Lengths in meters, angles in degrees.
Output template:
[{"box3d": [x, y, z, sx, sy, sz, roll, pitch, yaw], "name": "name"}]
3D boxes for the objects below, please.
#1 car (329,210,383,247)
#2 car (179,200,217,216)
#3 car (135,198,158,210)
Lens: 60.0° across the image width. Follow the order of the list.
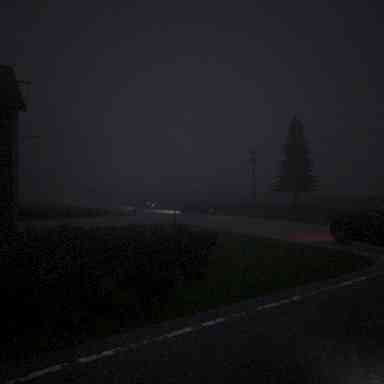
[{"box3d": [7.517, 1.487, 12.808, 2.128, 1.511, 4.902, 0, 0, -18], "name": "car"}, {"box3d": [0.505, 1.485, 32.618, 2.128, 1.511, 4.902, 0, 0, -30], "name": "car"}, {"box3d": [-6.020, 1.519, 43.818, 1.812, 1.442, 4.674, 0, 0, -30], "name": "car"}]
